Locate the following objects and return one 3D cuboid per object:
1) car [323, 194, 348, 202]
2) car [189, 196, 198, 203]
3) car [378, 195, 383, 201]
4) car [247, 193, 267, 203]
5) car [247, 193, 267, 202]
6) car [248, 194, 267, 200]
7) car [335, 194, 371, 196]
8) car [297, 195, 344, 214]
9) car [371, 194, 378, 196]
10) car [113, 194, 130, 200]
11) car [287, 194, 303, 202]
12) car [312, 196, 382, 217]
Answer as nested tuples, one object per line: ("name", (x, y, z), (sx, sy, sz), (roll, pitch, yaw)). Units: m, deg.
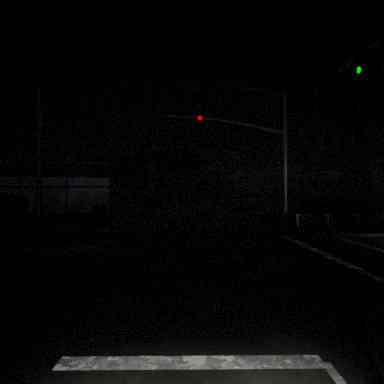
("car", (31.281, 1.297, 72.669), (4.514, 1.523, 2.007), (0, 0, 0))
("car", (0.239, 1.547, 69.640), (2.033, 1.411, 5.357), (0, 0, 0))
("car", (38.692, 1.153, 62.617), (5.027, 1.636, 2.152), (0, 0, 0))
("car", (12.817, 1.360, 65.618), (3.806, 1.475, 1.970), (0, 0, 0))
("car", (13.416, 1.076, 68.945), (3.866, 1.878, 1.905), (0, 0, 0))
("car", (18.088, 1.333, 91.576), (4.902, 1.511, 2.128), (0, 0, 0))
("car", (20.629, 1.319, 43.237), (3.633, 1.501, 1.845), (0, 0, 0))
("car", (13.001, 1.330, 31.361), (5.027, 1.636, 2.152), (0, 0, 0))
("car", (38.344, 1.231, 69.034), (3.806, 1.475, 1.970), (0, 0, 0))
("car", (-19.447, 1.332, 91.533), (4.674, 1.442, 1.812), (0, 0, 0))
("car", (21.296, 1.097, 65.689), (4.605, 1.855, 1.932), (0, 0, 0))
("car", (13.066, 1.339, 28.225), (4.514, 1.523, 2.007), (0, 0, 0))
